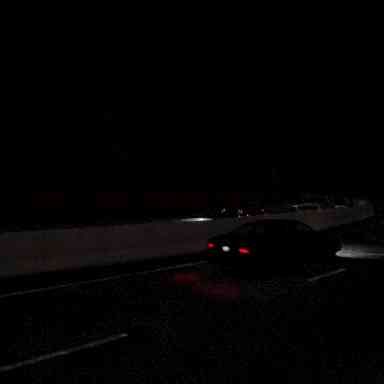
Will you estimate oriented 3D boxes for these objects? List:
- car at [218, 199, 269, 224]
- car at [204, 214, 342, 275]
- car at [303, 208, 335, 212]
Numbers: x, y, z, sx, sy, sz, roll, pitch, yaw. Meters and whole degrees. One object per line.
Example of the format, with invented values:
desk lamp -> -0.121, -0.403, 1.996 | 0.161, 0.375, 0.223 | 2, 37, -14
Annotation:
car -> 4.320, 1.495, 27.343 | 2.097, 1.767, 4.553 | 0, 0, 41
car -> 2.805, 1.604, 10.716 | 5.357, 1.411, 2.033 | 0, 0, -41
car -> 11.385, 1.383, 30.386 | 2.150, 2.045, 5.566 | 0, -1, 37
